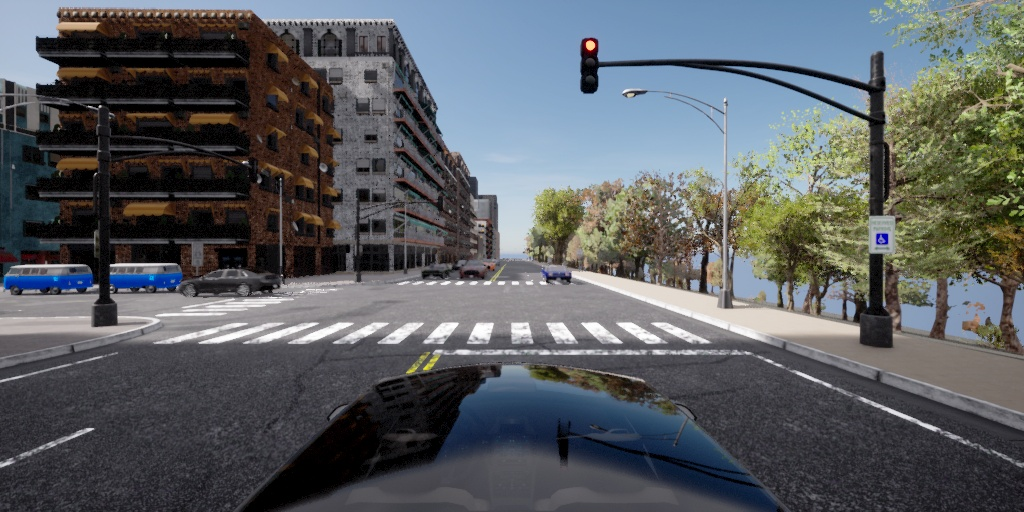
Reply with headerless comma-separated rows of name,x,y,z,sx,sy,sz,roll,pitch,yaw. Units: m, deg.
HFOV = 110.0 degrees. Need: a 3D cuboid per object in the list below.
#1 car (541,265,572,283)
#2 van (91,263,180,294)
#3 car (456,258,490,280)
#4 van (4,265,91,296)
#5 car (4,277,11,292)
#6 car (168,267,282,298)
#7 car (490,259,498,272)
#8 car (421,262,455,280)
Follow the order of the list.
car,3.372,1.351,27.954,1.895,1.301,4.718,0,0,0
van,-22.701,1.350,22.024,3.998,1.789,1.690,0,0,-1
car,-3.322,1.103,31.486,2.097,1.767,4.553,0,0,0
van,-28.302,1.424,21.953,3.998,1.789,1.690,0,0,-1
car,-22.622,1.623,13.677,4.207,1.307,1.802,0,0,-1
car,-15.291,1.427,19.517,4.892,1.490,1.837,-1,-1,1
car,-3.304,1.109,46.558,2.097,1.767,4.553,0,0,0
car,-6.572,1.352,31.490,1.895,1.301,4.718,0,0,0
